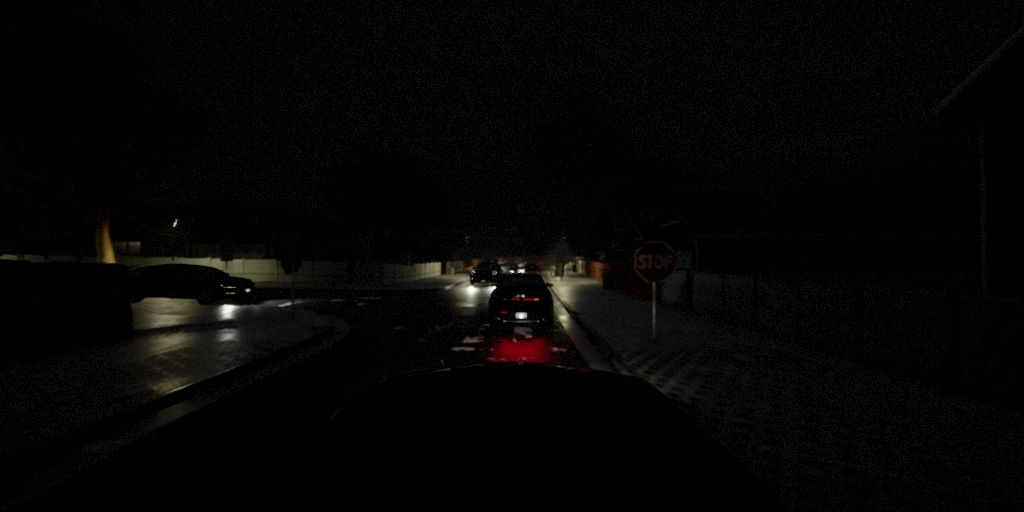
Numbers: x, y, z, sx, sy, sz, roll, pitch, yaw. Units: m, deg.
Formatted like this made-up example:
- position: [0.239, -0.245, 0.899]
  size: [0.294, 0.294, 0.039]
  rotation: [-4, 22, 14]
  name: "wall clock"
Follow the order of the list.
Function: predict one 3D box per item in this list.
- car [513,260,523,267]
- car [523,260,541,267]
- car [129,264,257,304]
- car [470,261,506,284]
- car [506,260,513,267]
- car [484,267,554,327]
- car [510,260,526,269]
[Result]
- position: [-0.231, 1.299, 46.720]
  size: [2.128, 1.511, 4.902]
  rotation: [0, 0, 6]
  name: "car"
- position: [2.934, 1.277, 48.584]
  size: [1.882, 1.535, 5.008]
  rotation: [0, 0, 6]
  name: "car"
- position: [-12.941, 1.079, 14.393]
  size: [4.892, 1.490, 1.837]
  rotation: [1, -1, 2]
  name: "car"
- position: [-1.911, 1.194, 27.714]
  size: [2.097, 1.767, 4.553]
  rotation: [0, 0, 4]
  name: "car"
- position: [-1.230, 1.355, 36.636]
  size: [1.812, 1.442, 4.674]
  rotation: [0, 0, 5]
  name: "car"
- position: [0.306, 1.307, 11.833]
  size: [1.837, 1.490, 4.892]
  rotation: [0, 0, 1]
  name: "car"
- position: [1.038, 1.382, 56.782]
  size: [1.895, 1.301, 4.718]
  rotation: [0, 0, 8]
  name: "car"
